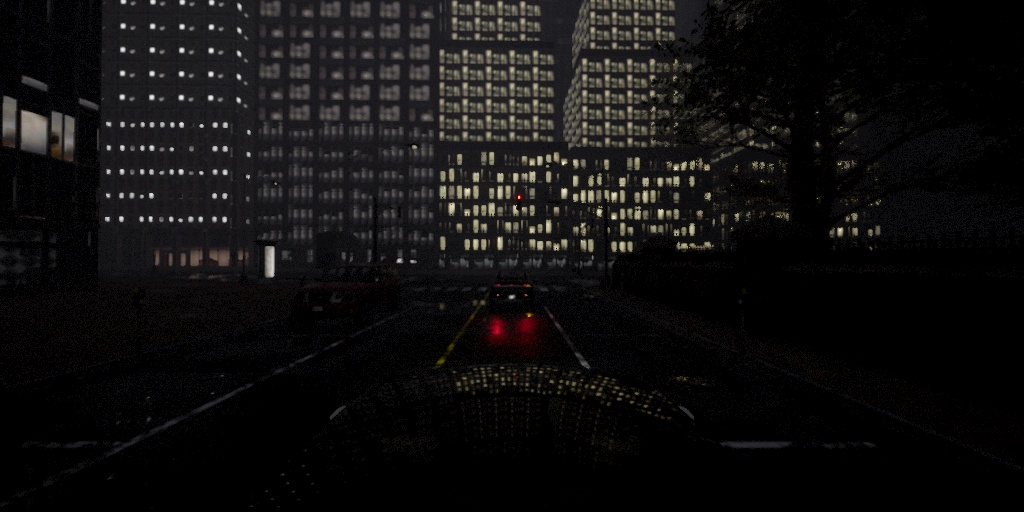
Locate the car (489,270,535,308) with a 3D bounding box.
[{"bbox_3d":[0.020,1.378,16.148,2.128,1.511,4.902,0,0,1],"label":"car"}]

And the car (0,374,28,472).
[{"bbox_3d":[-5.315,1.186,1.354,1.967,1.591,4.097,0,0,0],"label":"car"}]

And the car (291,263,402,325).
[{"bbox_3d":[-5.383,1.165,12.440,2.192,1.841,5.009,0,0,0],"label":"car"}]
